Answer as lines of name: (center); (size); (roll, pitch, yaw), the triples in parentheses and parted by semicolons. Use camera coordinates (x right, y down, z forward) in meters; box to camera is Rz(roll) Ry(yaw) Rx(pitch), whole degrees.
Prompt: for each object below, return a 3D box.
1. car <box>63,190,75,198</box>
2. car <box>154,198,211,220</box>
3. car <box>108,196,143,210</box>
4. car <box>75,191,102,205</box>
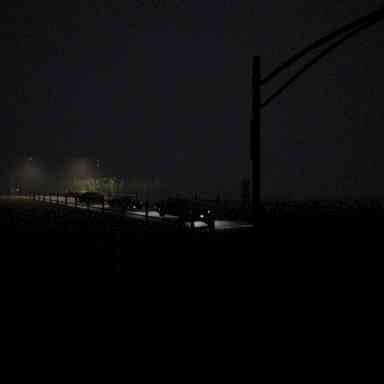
car: (-22.517, 0.355, 62.022); (1.882, 1.535, 5.008); (0, 1, -35)
car: (-0.847, 1.180, 24.367); (2.033, 1.411, 5.357); (0, 1, -35)
car: (-6.583, 1.051, 32.620); (1.895, 1.301, 4.718); (0, 1, -35)
car: (-12.443, 0.744, 41.073); (1.882, 1.535, 5.008); (0, 1, -35)
